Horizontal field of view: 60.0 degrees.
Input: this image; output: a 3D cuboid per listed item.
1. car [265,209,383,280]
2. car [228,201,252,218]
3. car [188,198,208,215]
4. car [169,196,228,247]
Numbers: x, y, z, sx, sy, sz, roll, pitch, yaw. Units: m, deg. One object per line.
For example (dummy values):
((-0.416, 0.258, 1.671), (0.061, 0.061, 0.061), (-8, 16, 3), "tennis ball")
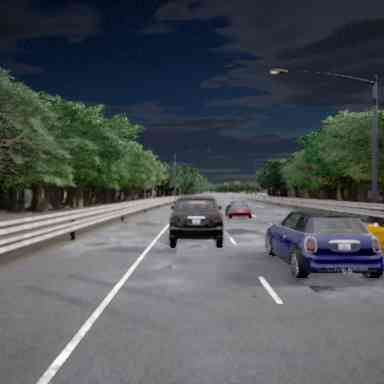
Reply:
((3.646, 1.316, 10.032), (2.097, 1.767, 4.553), (0, 0, 0), "car")
((3.974, 1.490, 28.928), (1.994, 1.385, 4.181), (0, 0, 2), "car")
((0.600, 1.400, 33.441), (1.882, 1.535, 5.008), (0, 0, 2), "car")
((0.192, 1.172, 14.879), (2.150, 2.045, 5.566), (0, 0, 1), "car")
